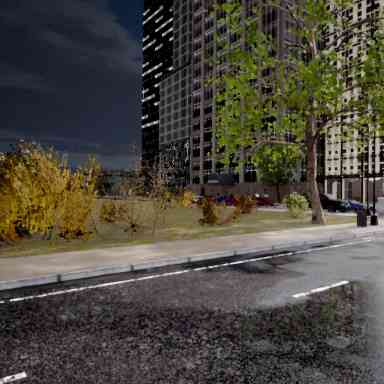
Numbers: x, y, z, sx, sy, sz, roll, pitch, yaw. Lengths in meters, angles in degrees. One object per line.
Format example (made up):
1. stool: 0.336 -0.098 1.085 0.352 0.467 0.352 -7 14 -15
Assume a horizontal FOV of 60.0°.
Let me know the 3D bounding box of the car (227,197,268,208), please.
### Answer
1. car: 7.398 1.362 45.118 1.882 1.535 5.008 1 -1 -34

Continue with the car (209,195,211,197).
1. car: 2.739 1.305 64.009 2.097 1.767 4.553 1 0 -33

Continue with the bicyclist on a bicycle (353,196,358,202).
1. bicyclist on a bicycle: 23.111 1.398 47.018 1.656 1.620 0.582 1 0 -34

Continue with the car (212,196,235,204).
1. car: 6.097 1.526 64.744 1.812 1.442 4.674 1 0 -34

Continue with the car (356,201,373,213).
1. car: 17.047 1.497 36.623 2.033 1.411 5.357 1 0 -31

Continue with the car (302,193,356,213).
1. car: 13.886 1.123 35.447 2.150 2.045 5.566 1 -1 -34

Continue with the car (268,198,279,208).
1. car: 10.136 1.457 46.872 1.812 1.442 4.674 1 -1 -34

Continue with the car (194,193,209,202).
1. car: 0.150 1.128 61.875 2.150 2.045 5.566 1 -1 -33
